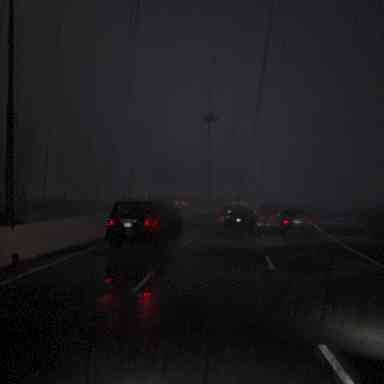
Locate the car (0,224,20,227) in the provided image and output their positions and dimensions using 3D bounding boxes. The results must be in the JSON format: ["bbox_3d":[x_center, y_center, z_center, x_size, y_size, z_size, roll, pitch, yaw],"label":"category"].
[{"bbox_3d":[-9.322,1.560,13.981,1.882,1.535,5.008,0,0,9],"label":"car"}]

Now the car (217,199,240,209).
[{"bbox_3d":[6.055,1.957,54.567,1.812,1.442,4.674,0,-1,33],"label":"car"}]

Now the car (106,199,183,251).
[{"bbox_3d":[-1.924,1.331,14.985,2.150,2.045,5.566,0,0,10],"label":"car"}]

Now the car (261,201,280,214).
[{"bbox_3d":[9.341,1.810,38.673,2.128,1.511,4.902,0,-1,25],"label":"car"}]

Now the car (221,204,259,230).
[{"bbox_3d":[3.426,1.747,22.728,1.994,1.385,4.181,0,0,15],"label":"car"}]

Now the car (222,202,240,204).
[{"bbox_3d":[4.802,1.897,37.235,1.895,1.301,4.718,0,0,24],"label":"car"}]

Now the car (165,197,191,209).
[{"bbox_3d":[-2.264,1.761,54.354,2.097,1.767,4.553,0,-1,31],"label":"car"}]

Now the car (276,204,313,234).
[{"bbox_3d":[6.401,1.722,20.651,2.033,1.411,5.357,0,0,14],"label":"car"}]
